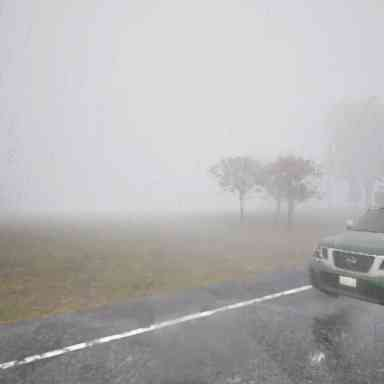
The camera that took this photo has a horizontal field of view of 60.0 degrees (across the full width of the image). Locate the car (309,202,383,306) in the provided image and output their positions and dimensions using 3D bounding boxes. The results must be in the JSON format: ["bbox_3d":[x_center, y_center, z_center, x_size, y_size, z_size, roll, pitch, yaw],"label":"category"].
[{"bbox_3d":[5.044,1.229,7.440,5.566,2.045,2.150,0,0,-34],"label":"car"}]
